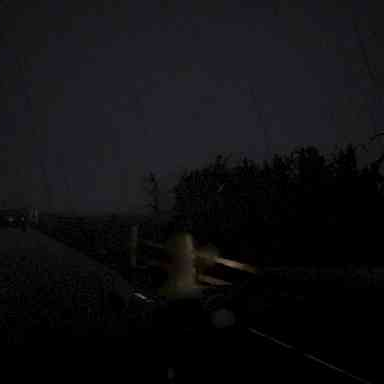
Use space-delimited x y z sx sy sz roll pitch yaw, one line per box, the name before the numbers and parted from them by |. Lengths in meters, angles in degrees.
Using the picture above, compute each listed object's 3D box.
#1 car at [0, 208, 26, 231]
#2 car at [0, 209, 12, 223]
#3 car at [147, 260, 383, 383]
car | -14.438 2.095 26.217 2.097 1.767 4.553 2 -2 -32
car | -20.731 2.601 35.989 1.895 1.301 4.718 2 -2 -32
car | 1.293 1.481 3.256 2.097 1.767 4.553 2 -2 -32
